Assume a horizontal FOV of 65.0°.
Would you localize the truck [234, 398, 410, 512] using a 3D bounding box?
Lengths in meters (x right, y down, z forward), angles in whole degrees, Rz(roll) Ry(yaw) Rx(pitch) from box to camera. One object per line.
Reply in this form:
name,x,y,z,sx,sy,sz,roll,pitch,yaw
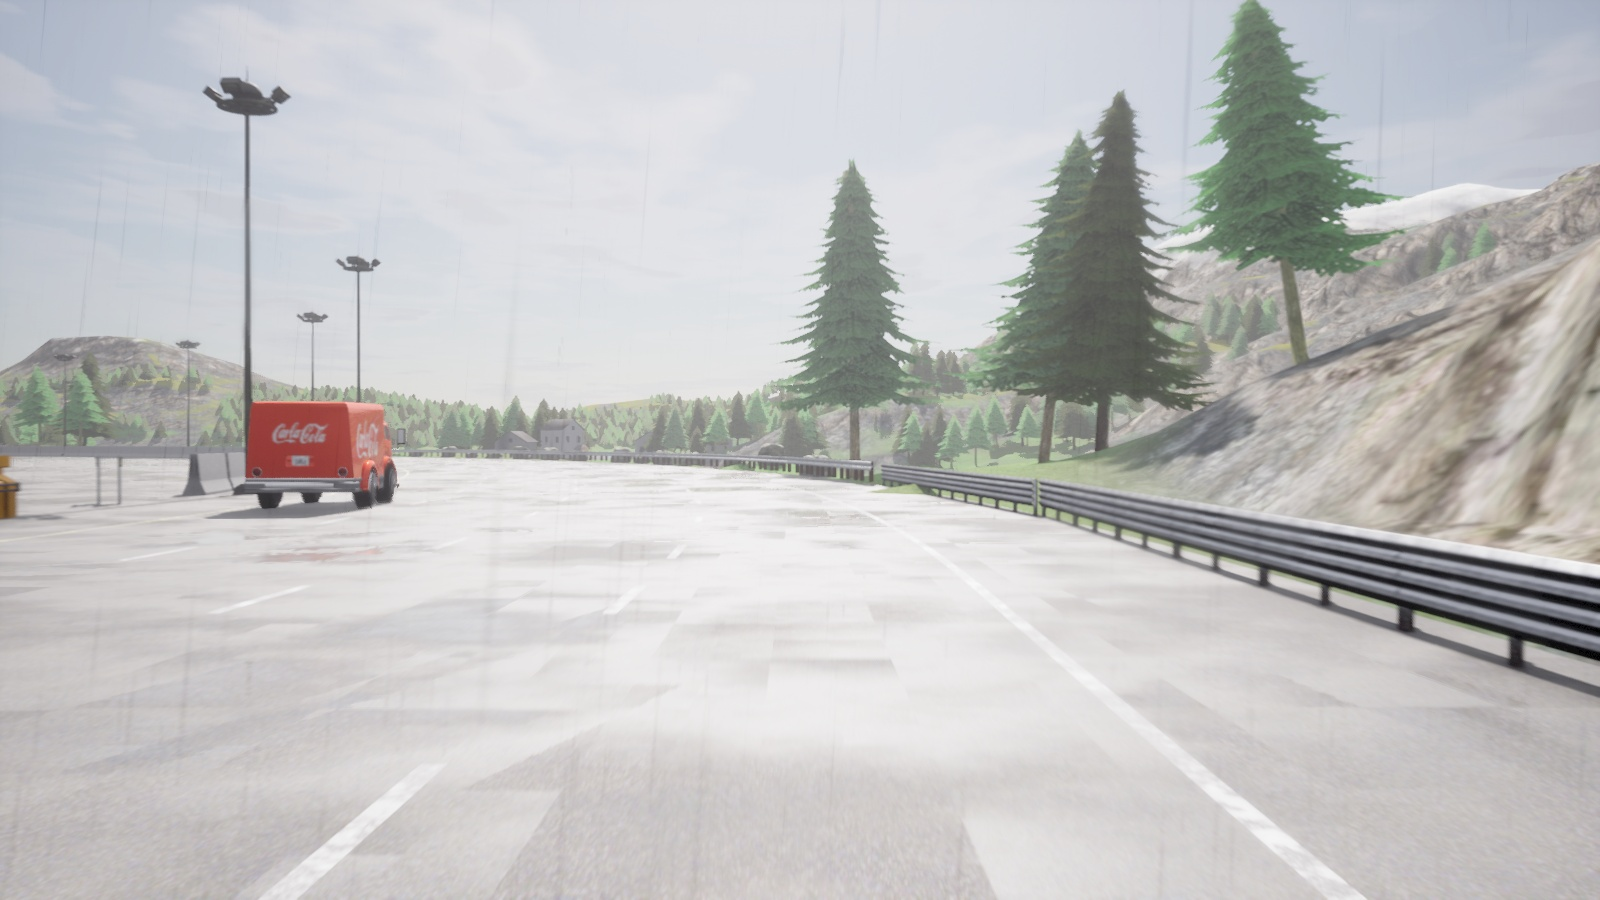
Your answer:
truck,-11.220,0.088,29.990,2.627,2.467,5.204,0,1,-5
